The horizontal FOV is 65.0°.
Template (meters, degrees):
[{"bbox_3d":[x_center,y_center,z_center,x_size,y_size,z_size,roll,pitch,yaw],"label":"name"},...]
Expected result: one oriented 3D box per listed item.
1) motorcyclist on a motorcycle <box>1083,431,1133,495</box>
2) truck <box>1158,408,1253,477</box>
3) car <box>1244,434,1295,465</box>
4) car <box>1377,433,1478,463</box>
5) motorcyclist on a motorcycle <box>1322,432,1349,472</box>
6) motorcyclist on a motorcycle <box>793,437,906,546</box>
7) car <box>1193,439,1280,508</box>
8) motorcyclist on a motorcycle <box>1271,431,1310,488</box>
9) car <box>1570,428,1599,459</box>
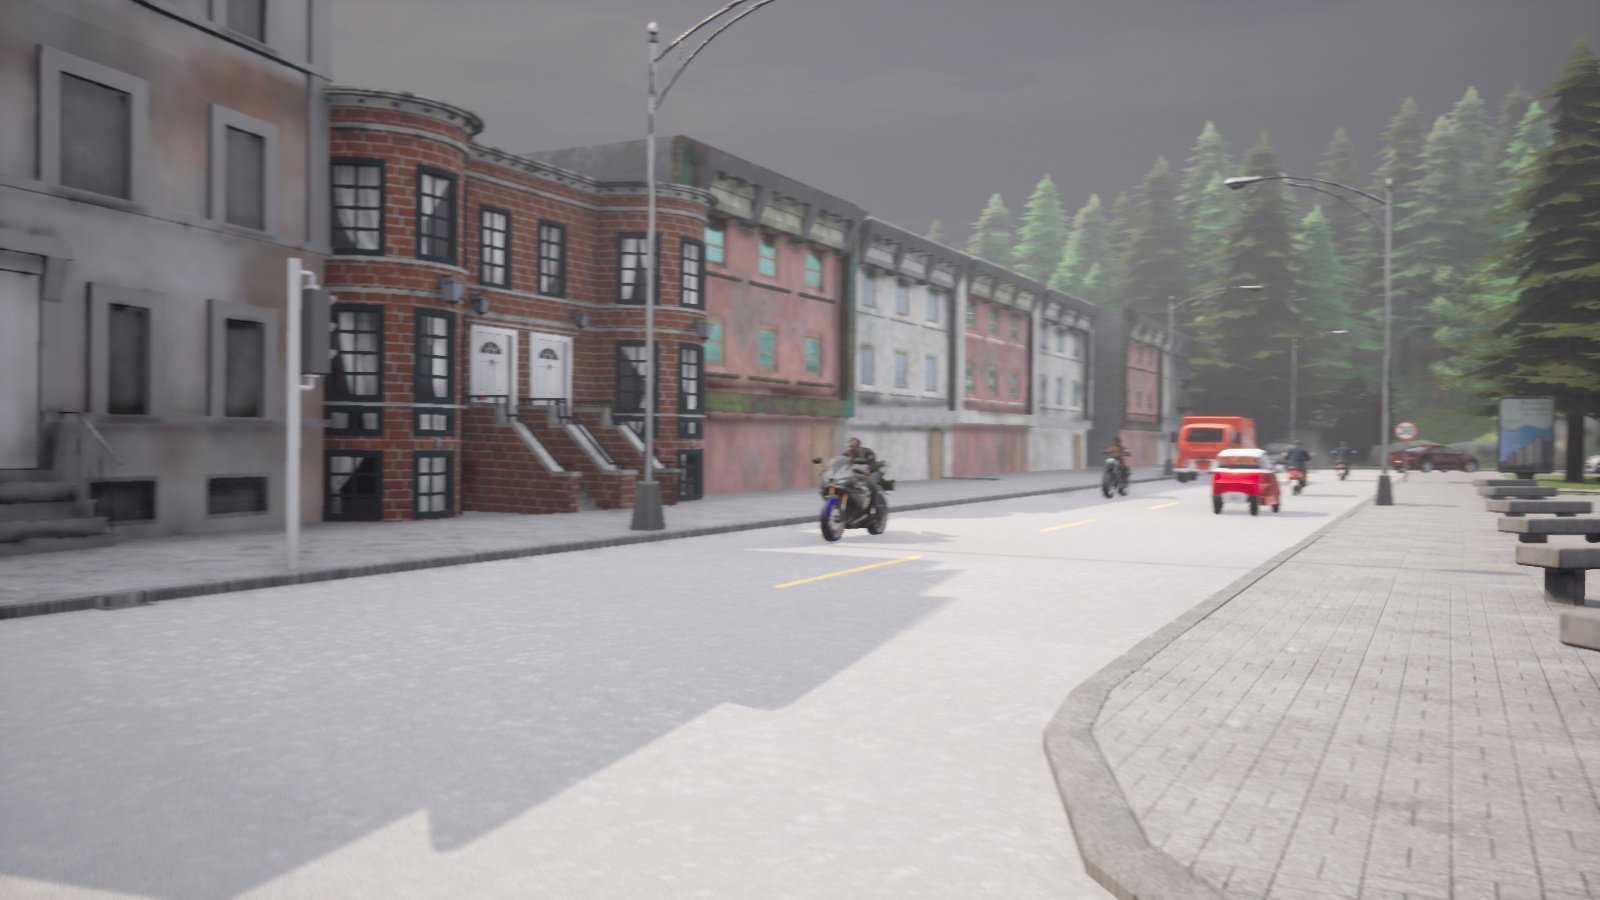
[{"bbox_3d":[8.223,0.317,33.415,0.766,1.649,2.350,0,1,27],"label":"motorcyclist on a motorcycle"},{"bbox_3d":[15.340,-0.295,47.309,2.627,2.467,5.204,0,1,27],"label":"truck"},{"bbox_3d":[23.982,-0.042,64.107,1.789,1.549,3.705,0,1,31],"label":"car"},{"bbox_3d":[33.670,-0.132,67.429,5.008,1.535,1.882,-1,0,-19],"label":"car"},{"bbox_3d":[21.863,0.068,51.280,0.866,1.590,1.817,0,1,27],"label":"motorcyclist on a motorcycle"},{"bbox_3d":[0.778,0.586,18.834,0.866,1.530,2.191,0,0,27],"label":"motorcyclist on a motorcycle"},{"bbox_3d":[9.362,0.477,26.867,1.481,1.376,2.207,0,1,27],"label":"car"},{"bbox_3d":[14.211,0.256,36.339,0.866,1.590,1.817,0,1,27],"label":"motorcyclist on a motorcycle"},{"bbox_3d":[44.725,-0.343,68.376,4.611,1.667,2.242,0,1,27],"label":"car"}]
